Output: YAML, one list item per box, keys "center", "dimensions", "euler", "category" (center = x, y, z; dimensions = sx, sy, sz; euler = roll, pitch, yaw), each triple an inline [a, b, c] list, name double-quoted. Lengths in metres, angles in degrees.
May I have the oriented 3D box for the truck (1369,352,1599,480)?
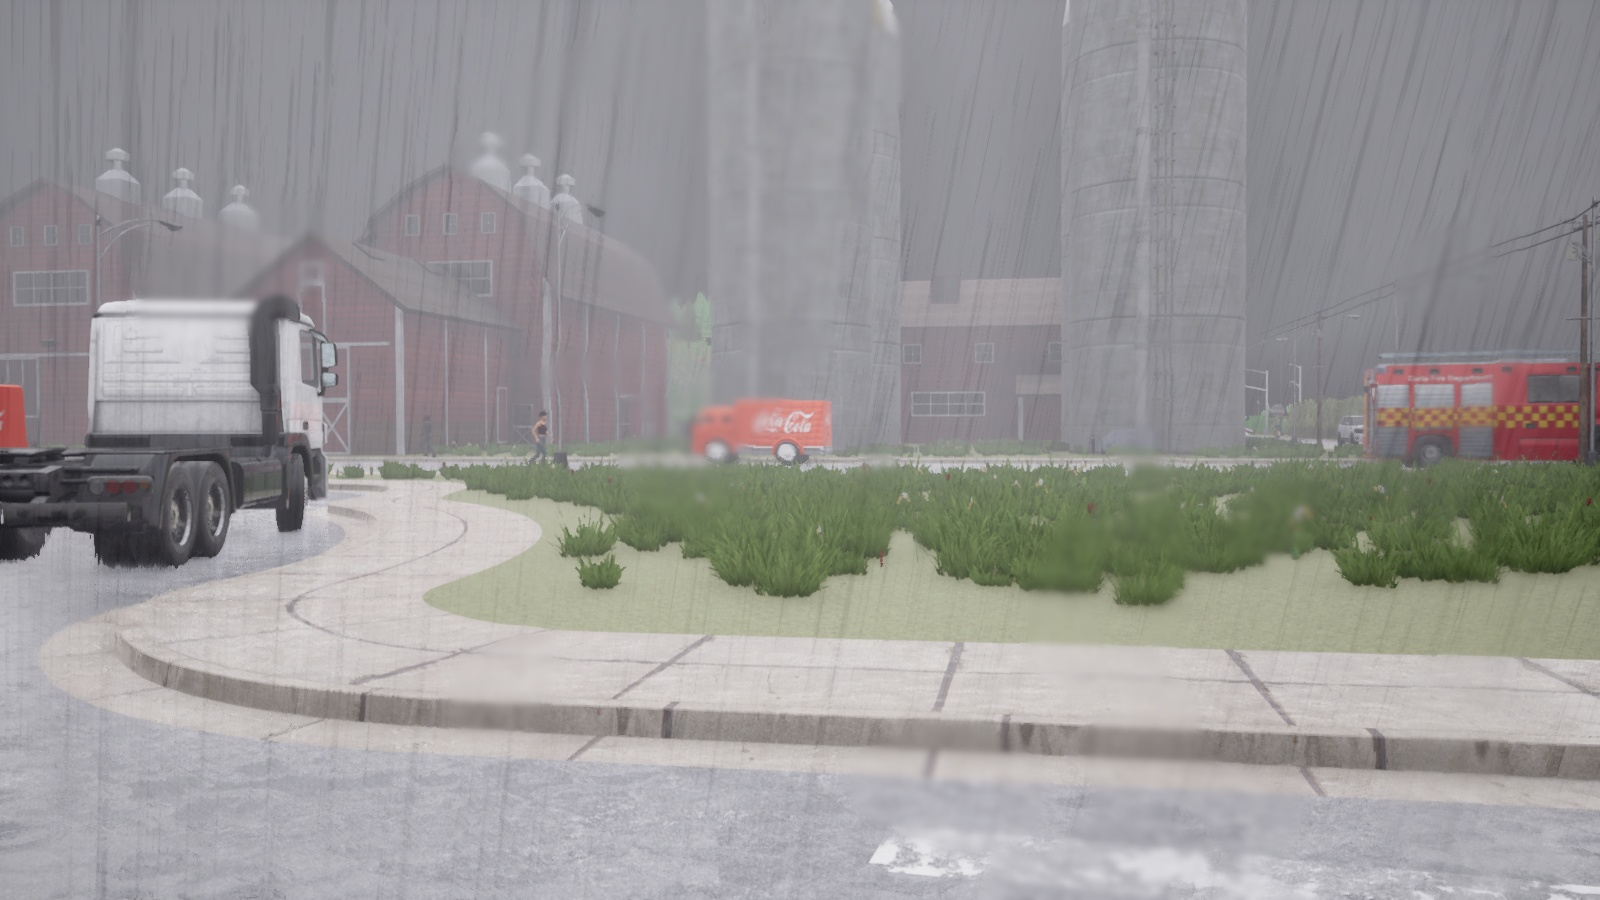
- center: [22.719, -1.055, 39.442]
  dimensions: [8.468, 3.827, 2.891]
  euler: [1, 1, 17]
  category: "truck"

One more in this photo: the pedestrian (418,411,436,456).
- center: [-16.073, -0.729, 54.124]
  dimensions: [0.666, 1.930, 0.402]
  euler: [1, 1, 11]
  category: "pedestrian"

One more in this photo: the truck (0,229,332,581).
- center: [-8.494, -0.534, 16.249]
  dimensions: [2.891, 3.462, 7.936]
  euler: [0, 1, -8]
  category: "truck"

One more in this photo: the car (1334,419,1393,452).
- center: [35.505, -0.946, 79.236]
  dimensions: [2.150, 2.045, 5.566]
  euler: [1, 1, 11]
  category: "car"

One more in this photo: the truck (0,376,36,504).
- center: [-18.036, -0.243, 24.299]
  dimensions: [5.204, 2.467, 2.627]
  euler: [1, 1, 14]
  category: "truck"

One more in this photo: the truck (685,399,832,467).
- center: [-1.533, -0.670, 47.876]
  dimensions: [5.204, 2.467, 2.627]
  euler: [0, 1, 10]
  category: "truck"

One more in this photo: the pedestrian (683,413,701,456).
- center: [-4.619, -0.666, 53.644]
  dimensions: [0.703, 1.840, 0.431]
  euler: [0, 1, -17]
  category: "pedestrian"

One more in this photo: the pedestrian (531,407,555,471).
- center: [-7.538, -0.325, 36.813]
  dimensions: [0.594, 1.836, 0.345]
  euler: [0, 1, 9]
  category: "pedestrian"
